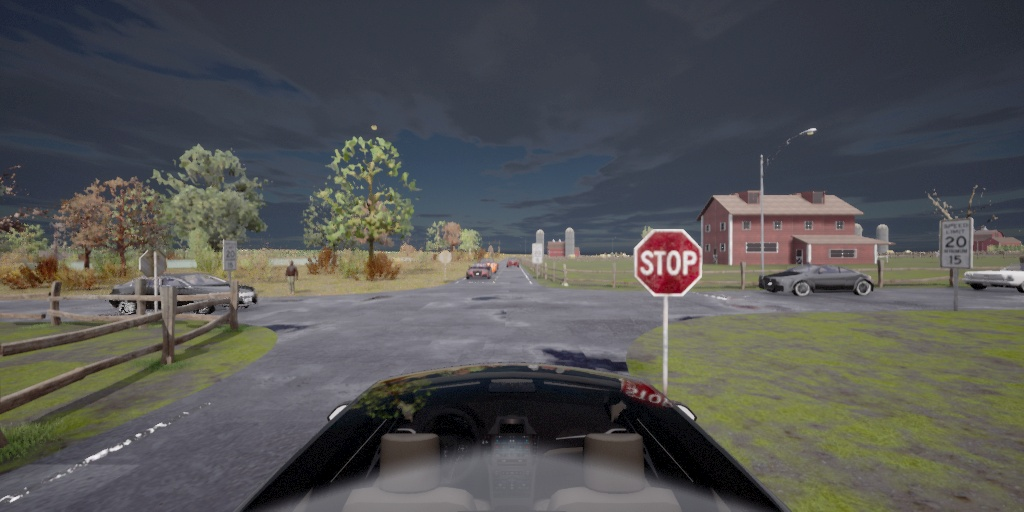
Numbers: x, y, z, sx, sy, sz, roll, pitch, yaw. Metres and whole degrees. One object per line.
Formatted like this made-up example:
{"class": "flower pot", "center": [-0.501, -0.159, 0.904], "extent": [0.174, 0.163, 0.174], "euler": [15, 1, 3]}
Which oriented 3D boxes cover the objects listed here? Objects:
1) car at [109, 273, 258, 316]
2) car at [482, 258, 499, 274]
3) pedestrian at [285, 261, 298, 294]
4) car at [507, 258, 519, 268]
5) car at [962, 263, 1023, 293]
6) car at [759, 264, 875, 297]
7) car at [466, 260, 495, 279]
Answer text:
{"class": "car", "center": [-12.258, 1.399, 13.545], "extent": [4.902, 1.511, 2.128], "euler": [-1, 1, 5]}
{"class": "car", "center": [-2.806, 1.077, 41.159], "extent": [2.097, 1.767, 4.553], "euler": [0, 0, 0]}
{"class": "pedestrian", "center": [-12.143, 1.153, 19.740], "extent": [0.375, 1.860, 0.375], "euler": [0, 1, 0]}
{"class": "car", "center": [0.149, 1.064, 61.366], "extent": [2.097, 1.767, 4.553], "euler": [0, 0, 0]}
{"class": "car", "center": [23.937, 0.963, 16.407], "extent": [4.718, 1.301, 1.895], "euler": [-1, 1, 1]}
{"class": "car", "center": [13.868, 1.074, 16.490], "extent": [4.181, 1.385, 1.994], "euler": [-1, 1, 1]}
{"class": "car", "center": [-2.816, 1.295, 31.404], "extent": [1.994, 1.385, 4.181], "euler": [0, 0, 1]}
